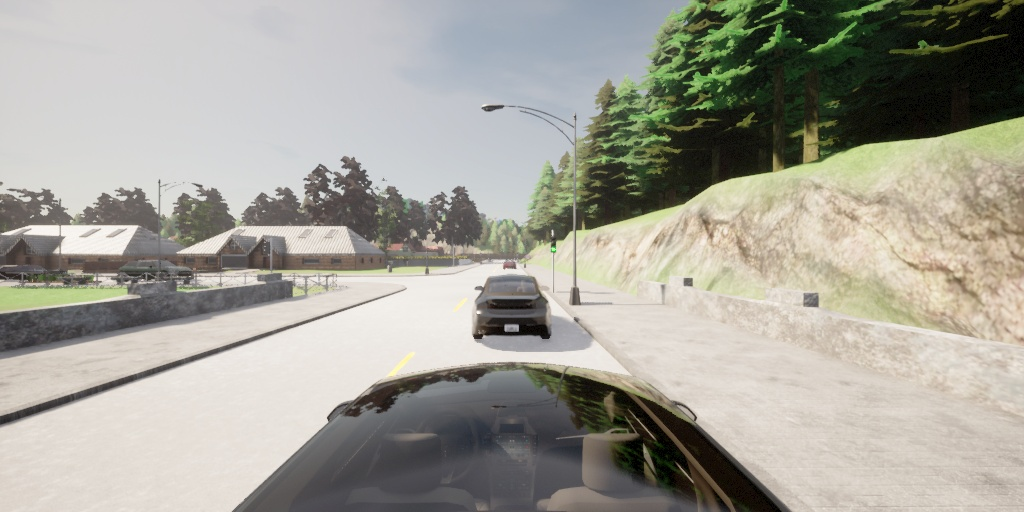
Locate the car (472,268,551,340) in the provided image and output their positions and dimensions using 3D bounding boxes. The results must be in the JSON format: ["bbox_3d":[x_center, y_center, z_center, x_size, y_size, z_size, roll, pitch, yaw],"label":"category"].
[{"bbox_3d":[-0.009,1.256,9.944,1.837,1.490,4.892,0,0,0],"label":"car"}]

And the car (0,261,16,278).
[{"bbox_3d":[-48.129,1.227,32.036,5.008,1.535,1.882,0,0,0],"label":"car"}]

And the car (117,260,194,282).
[{"bbox_3d":[-27.769,1.101,28.067,4.553,1.767,2.097,0,0,0],"label":"car"}]

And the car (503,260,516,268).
[{"bbox_3d":[-0.376,1.313,57.299,1.994,1.385,4.181,0,0,0],"label":"car"}]

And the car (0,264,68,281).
[{"bbox_3d":[-37.896,1.350,27.987,4.718,1.301,1.895,0,0,0],"label":"car"}]
